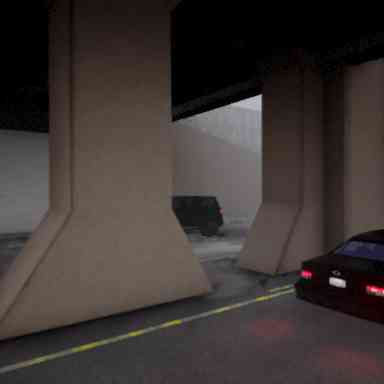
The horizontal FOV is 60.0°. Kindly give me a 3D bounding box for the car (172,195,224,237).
[{"bbox_3d":[-0.962,1.183,16.209,5.566,2.045,2.150,0,0,-36],"label":"car"}]

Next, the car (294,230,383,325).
[{"bbox_3d":[4.414,1.513,6.906,5.357,1.411,2.033,0,0,-36],"label":"car"}]
